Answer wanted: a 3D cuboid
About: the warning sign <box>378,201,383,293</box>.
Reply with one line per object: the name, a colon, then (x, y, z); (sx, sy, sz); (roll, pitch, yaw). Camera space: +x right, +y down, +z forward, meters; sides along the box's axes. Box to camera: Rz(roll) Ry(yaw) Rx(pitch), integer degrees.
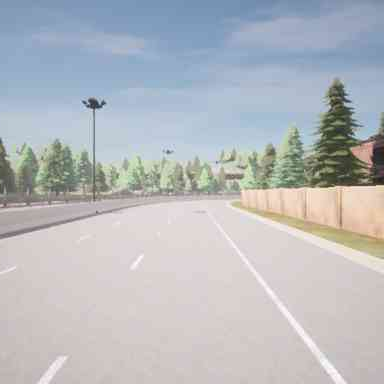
warning sign: (4.550, 1.112, 6.434); (1.300, 1.860, 1.060); (0, 0, 0)
